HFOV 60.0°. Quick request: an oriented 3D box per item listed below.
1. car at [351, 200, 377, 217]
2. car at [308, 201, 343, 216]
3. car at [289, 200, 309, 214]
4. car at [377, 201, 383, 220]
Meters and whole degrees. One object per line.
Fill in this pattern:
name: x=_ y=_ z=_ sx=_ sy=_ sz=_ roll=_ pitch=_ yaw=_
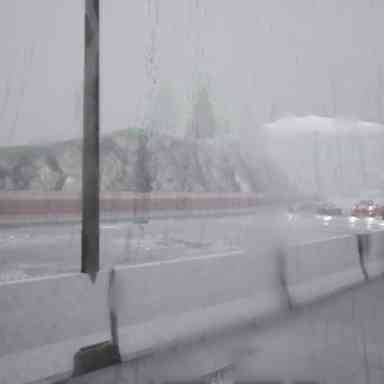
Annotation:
car: x=18.043 y=1.604 z=34.277 sx=2.097 sy=1.767 sz=4.553 roll=0 pitch=0 yaw=41
car: x=14.558 y=1.805 z=35.636 sx=1.994 sy=1.385 sz=4.181 roll=0 pitch=0 yaw=42
car: x=13.194 y=1.740 z=39.337 sx=2.128 sy=1.511 sz=4.902 roll=0 pitch=0 yaw=41
car: x=18.762 y=1.457 z=29.828 sx=2.150 sy=2.045 sz=5.566 roll=0 pitch=0 yaw=43
